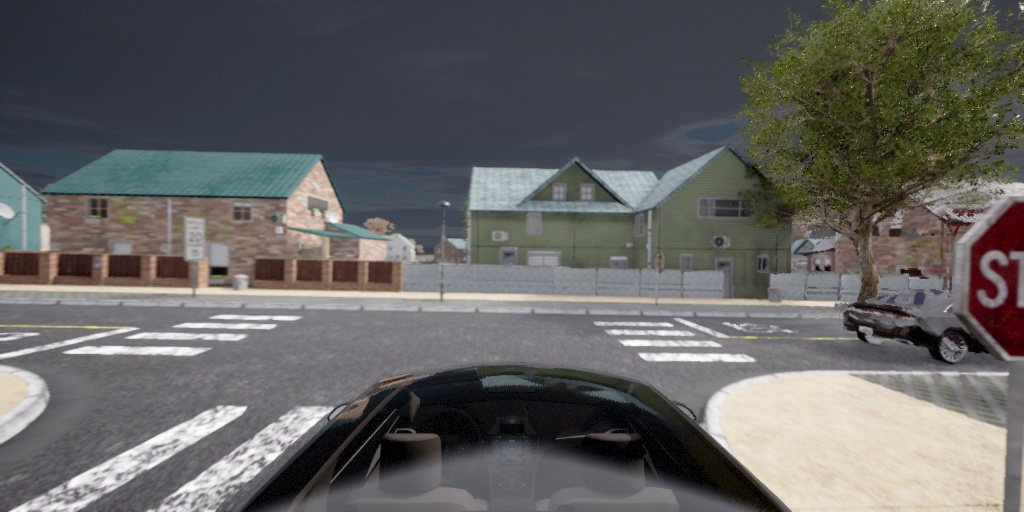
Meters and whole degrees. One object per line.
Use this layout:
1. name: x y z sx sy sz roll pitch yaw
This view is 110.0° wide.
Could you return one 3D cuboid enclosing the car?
1. car: 10.981 1.638 8.780 4.902 1.511 2.128 2 1 -3
